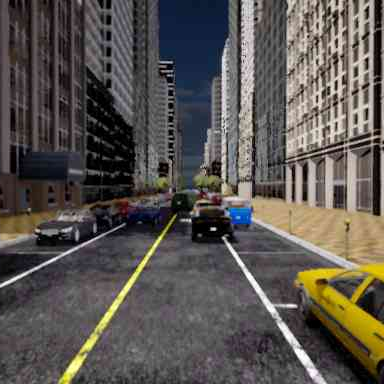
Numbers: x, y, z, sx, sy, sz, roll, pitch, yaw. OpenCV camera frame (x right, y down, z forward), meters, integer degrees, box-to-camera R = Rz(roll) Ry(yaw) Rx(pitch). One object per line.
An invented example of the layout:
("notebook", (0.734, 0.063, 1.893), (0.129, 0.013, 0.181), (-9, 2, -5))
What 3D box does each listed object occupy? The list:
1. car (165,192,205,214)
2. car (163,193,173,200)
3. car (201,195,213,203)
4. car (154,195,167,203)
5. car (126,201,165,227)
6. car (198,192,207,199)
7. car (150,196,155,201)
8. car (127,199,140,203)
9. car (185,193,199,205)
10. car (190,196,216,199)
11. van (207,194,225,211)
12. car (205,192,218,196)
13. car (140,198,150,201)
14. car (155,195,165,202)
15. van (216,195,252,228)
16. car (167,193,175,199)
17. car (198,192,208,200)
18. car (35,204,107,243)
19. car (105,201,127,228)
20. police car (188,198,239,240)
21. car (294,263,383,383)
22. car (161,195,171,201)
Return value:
("car", (-0.130, 1.073, 32.900), (2.150, 2.045, 5.566), (-1, 0, 24))
("car", (-5.670, 1.090, 78.008), (1.967, 1.590, 4.097), (-1, 0, 0))
("car", (2.705, 1.278, 60.955), (2.008, 1.369, 4.403), (-1, 0, 0))
("car", (-5.675, 1.278, 60.958), (2.008, 1.369, 4.403), (-1, 0, 0))
("car", (-3.092, 1.503, 21.895), (1.895, 1.301, 4.718), (0, 0, 0))
("car", (2.713, 0.914, 89.372), (2.192, 1.841, 5.009), (-1, 0, 0))
("car", (-5.683, 1.411, 38.224), (1.802, 1.307, 4.206), (-1, 0, 0))
("car", (-5.688, 1.424, 26.856), (1.887, 1.381, 4.507), (-1, 0, 0))
("car", (0.019, 1.118, 52.496), (2.097, 1.767, 4.553), (0, 0, 0))
("car", (0.910, 1.336, 26.706), (1.801, 1.575, 5.366), (0, 0, 0))
("van", (2.695, 1.171, 38.220), (1.690, 1.788, 3.998), (-1, 0, 0))
("car", (2.692, 1.170, 32.536), (2.192, 1.841, 5.009), (-1, 0, 0))
("car", (-5.686, 1.405, 32.540), (2.008, 1.369, 4.403), (-1, 0, 0))
("car", (-5.680, 1.329, 49.591), (2.008, 1.369, 4.403), (-1, 0, 0))
("van", (2.689, 1.247, 21.169), (1.690, 1.788, 3.998), (-1, 0, 0))
("car", (-5.665, 1.125, 89.206), (1.752, 1.417, 4.829), (-1, 0, 0))
("car", (2.711, 0.940, 83.688), (2.192, 1.841, 5.009), (-1, 0, 0))
("car", (-5.692, 1.481, 15.489), (2.008, 1.369, 4.403), (-1, 0, 0))
("car", (-5.690, 1.471, 21.173), (1.947, 1.339, 4.313), (-1, 0, 0))
("police car", (0.906, 1.351, 16.626), (1.930, 1.638, 5.238), (0, 0, 0))
("car", (2.684, 1.506, 4.289), (1.752, 1.417, 4.829), (-1, 0, 0))
("car", (-5.671, 1.258, 72.325), (1.802, 1.307, 4.206), (-1, 0, 0))
